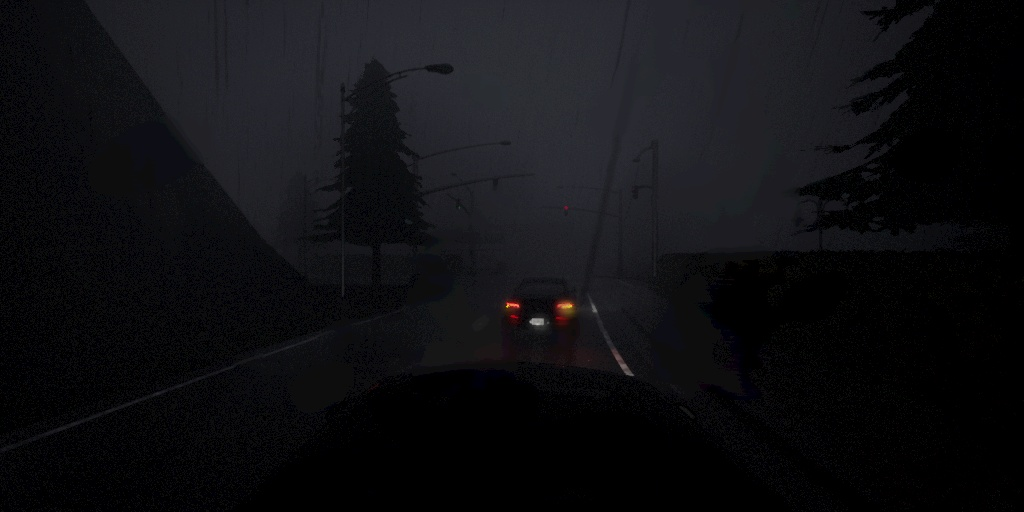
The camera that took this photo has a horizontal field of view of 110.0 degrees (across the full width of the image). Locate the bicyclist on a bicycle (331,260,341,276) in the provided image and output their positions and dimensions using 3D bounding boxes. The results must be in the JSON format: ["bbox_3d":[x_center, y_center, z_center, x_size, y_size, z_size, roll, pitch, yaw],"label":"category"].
[{"bbox_3d":[-17.340,1.186,35.410,0.582,1.620,1.656,0,0,8],"label":"bicyclist on a bicycle"}]

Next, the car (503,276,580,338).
[{"bbox_3d":[0.927,1.271,10.118,1.812,1.442,4.674,0,0,9],"label":"car"}]
